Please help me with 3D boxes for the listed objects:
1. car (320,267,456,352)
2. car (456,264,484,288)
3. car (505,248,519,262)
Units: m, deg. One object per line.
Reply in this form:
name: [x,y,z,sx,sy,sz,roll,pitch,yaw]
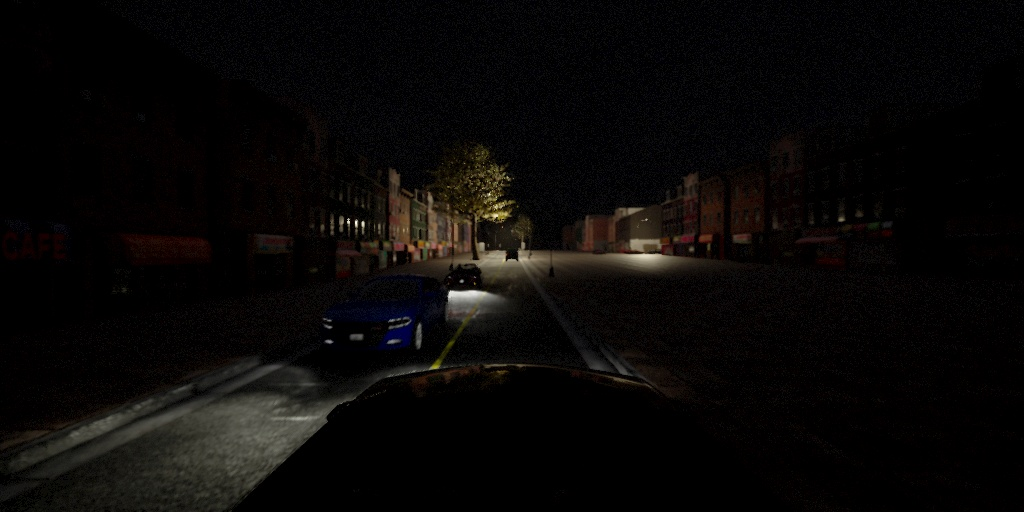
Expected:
car: [-2.840,1.203,9.045,1.882,1.535,5.008,0,0,0]
car: [-2.755,1.170,21.656,1.994,1.385,4.181,0,1,0]
car: [-0.014,-0.143,58.740,2.150,2.045,5.566,0,2,0]
